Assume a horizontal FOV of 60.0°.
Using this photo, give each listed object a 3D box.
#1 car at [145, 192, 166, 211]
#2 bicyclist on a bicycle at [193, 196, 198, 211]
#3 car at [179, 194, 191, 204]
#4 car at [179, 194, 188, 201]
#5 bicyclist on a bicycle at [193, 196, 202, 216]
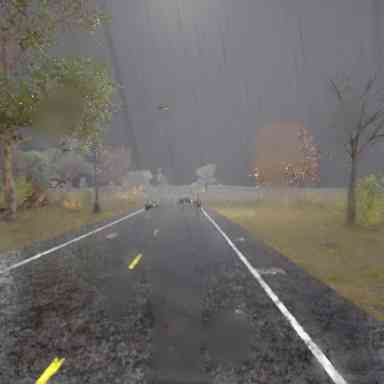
[{"bbox_3d":[-4.191,1.077,39.147,2.150,2.045,5.566,0,1,-2],"label":"car"},{"bbox_3d":[0.377,1.311,38.766,0.582,1.620,1.656,0,0,-2],"label":"bicyclist on a bicycle"},{"bbox_3d":[-1.185,1.295,57.438,1.837,1.490,4.892,0,1,-2],"label":"car"},{"bbox_3d":[-1.947,1.219,75.224,1.837,1.490,4.892,0,0,-2],"label":"car"},{"bbox_3d":[0.608,1.344,29.752,0.582,1.620,1.656,0,0,-1],"label":"bicyclist on a bicycle"}]
